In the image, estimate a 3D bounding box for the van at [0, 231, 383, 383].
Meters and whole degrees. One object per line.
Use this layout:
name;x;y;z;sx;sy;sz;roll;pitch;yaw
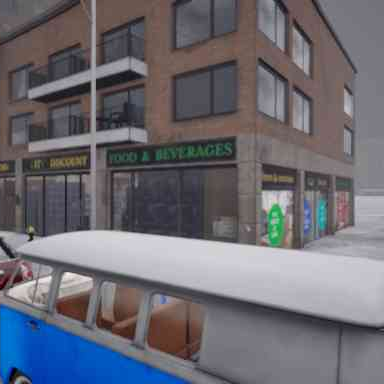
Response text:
van;-0.189;1.338;2.979;3.998;1.788;1.690;0;0;35
